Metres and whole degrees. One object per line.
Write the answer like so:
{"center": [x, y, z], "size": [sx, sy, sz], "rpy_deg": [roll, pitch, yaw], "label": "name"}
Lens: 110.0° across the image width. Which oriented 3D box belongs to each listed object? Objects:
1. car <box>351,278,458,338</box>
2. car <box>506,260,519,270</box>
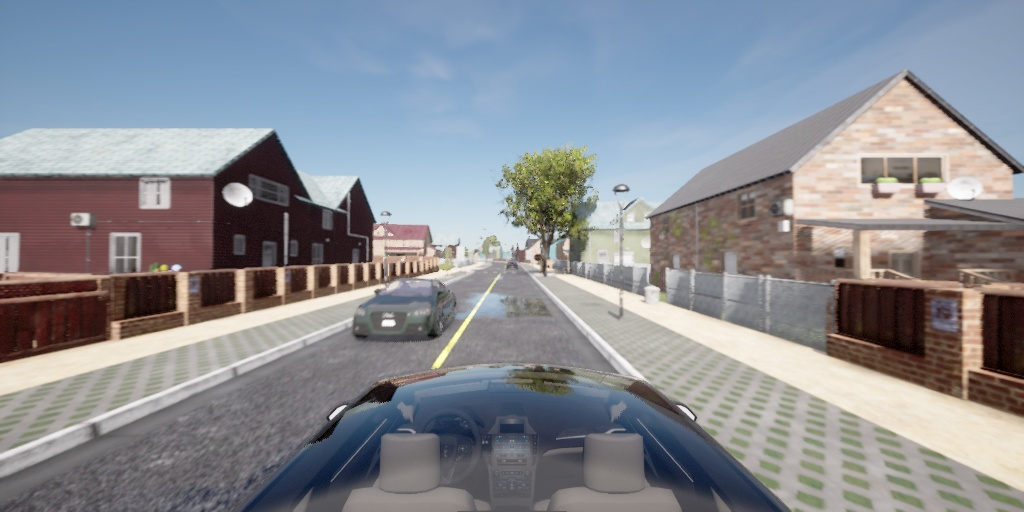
{"center": [-2.757, 1.319, 10.041], "size": [1.994, 1.385, 4.181], "rpy_deg": [0, 0, 1], "label": "car"}
{"center": [0.025, 1.369, 55.172], "size": [1.837, 1.490, 4.892], "rpy_deg": [0, 0, 0], "label": "car"}
